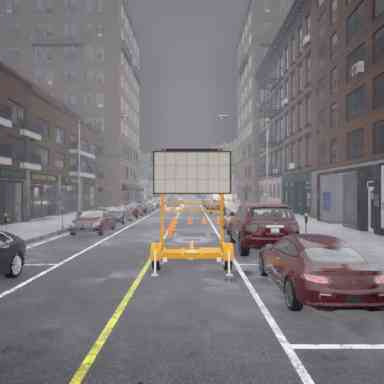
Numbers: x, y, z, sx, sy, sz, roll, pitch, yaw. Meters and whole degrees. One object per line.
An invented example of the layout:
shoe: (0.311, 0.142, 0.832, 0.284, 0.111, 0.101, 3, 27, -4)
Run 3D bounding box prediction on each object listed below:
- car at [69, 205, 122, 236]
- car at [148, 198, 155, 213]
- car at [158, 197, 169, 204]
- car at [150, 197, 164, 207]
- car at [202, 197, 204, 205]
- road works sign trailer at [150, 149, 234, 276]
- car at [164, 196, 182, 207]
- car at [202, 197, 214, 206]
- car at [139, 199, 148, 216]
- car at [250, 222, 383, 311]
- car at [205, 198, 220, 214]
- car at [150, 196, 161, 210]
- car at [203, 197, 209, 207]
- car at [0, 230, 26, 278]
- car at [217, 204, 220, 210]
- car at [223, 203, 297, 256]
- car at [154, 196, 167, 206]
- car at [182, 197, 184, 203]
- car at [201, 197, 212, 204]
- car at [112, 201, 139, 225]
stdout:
car: (-5.382, 1.582, 18.477, 1.802, 1.307, 4.206, 0, 0, 0)
car: (-5.376, 1.567, 35.034, 1.947, 1.339, 4.313, 0, 0, 0)
car: (-5.366, 1.601, 62.628, 1.802, 1.307, 4.206, 0, 0, 0)
car: (-5.370, 1.535, 51.419, 1.752, 1.417, 4.829, 0, 0, 0)
car: (2.653, 1.531, 46.241, 1.752, 1.417, 4.829, 0, 0, 0)
road works sign trailer: (0.003, 0.464, 10.330, 2.380, 3.560, 2.880, 0, 0, 0)
car: (-2.828, 1.513, 49.821, 1.837, 1.490, 4.892, 0, 0, 0)
car: (2.657, 1.596, 57.107, 1.802, 1.307, 4.206, 0, 0, 0)
car: (-5.378, 1.545, 29.515, 1.887, 1.381, 4.507, 0, 0, 0)
car: (2.639, 1.582, 7.443, 1.802, 1.307, 4.206, 0, 0, 0)
car: (2.649, 1.583, 35.035, 1.802, 1.307, 4.206, 0, 0, 0)
car: (-5.374, 1.553, 40.552, 2.008, 1.369, 4.403, 0, 0, 0)
car: (2.651, 1.584, 40.553, 1.802, 1.307, 4.206, 0, 0, 0)
car: (-5.386, 1.551, 7.439, 2.008, 1.369, 4.403, 0, 0, 0)
car: (2.639, 1.525, 18.648, 1.752, 1.417, 4.829, 0, 0, 0)
car: (2.642, 1.315, 12.962, 2.192, 1.841, 5.009, 0, 0, 0)
car: (-5.368, 1.454, 57.109, 1.967, 1.590, 4.097, 0, 0, 0)
car: (-2.726, 1.501, 68.276, 1.882, 1.535, 5.008, 0, 0, 0)
car: (2.659, 1.585, 62.626, 1.947, 1.339, 4.313, 0, 0, 0)
car: (-5.380, 1.551, 23.996, 2.008, 1.369, 4.403, 0, 0, 0)
